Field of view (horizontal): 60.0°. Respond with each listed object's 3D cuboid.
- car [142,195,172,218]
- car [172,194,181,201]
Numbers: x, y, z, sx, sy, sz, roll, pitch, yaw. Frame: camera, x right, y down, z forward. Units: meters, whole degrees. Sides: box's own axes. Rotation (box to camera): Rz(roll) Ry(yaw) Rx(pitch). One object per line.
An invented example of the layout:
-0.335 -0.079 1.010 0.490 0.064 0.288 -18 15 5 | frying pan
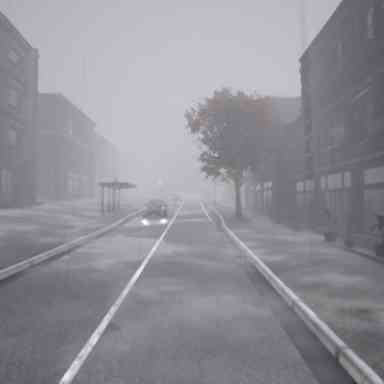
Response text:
-3.266 1.413 30.380 2.097 1.767 4.553 0 0 0 | car
-3.520 1.126 72.385 2.097 1.767 4.553 0 0 0 | car
